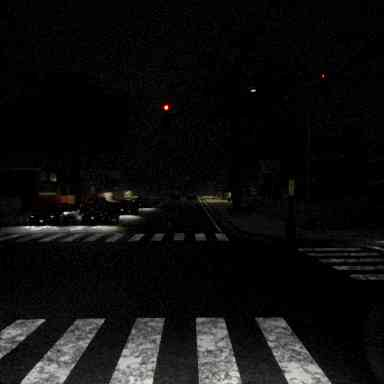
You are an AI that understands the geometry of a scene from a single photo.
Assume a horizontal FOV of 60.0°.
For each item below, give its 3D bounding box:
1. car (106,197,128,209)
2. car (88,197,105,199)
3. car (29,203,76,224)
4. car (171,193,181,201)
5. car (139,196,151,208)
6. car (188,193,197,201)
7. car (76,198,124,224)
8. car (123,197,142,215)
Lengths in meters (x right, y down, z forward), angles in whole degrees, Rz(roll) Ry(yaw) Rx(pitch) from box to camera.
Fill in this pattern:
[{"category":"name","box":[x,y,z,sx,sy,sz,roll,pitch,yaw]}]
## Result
[{"category":"car","box":[-9.862,1.430,43.999,1.895,1.301,4.718,0,1,0]},{"category":"car","box":[-9.865,1.285,33.816,2.097,1.767,4.553,0,0,0]},{"category":"car","box":[-9.863,1.511,24.432,2.033,1.411,5.357,0,0,0]},{"category":"car","box":[-3.182,0.941,67.441,2.128,1.511,4.902,0,1,0]},{"category":"car","box":[-6.610,1.327,44.555,1.837,1.490,4.892,0,1,0]},{"category":"car","box":[0.070,0.936,67.120,1.882,1.535,5.008,0,0,0]},{"category":"car","box":[-6.611,1.468,24.512,1.837,1.490,4.892,0,0,0]},{"category":"car","box":[-6.612,1.499,33.409,1.994,1.385,4.181,0,0,0]}]
